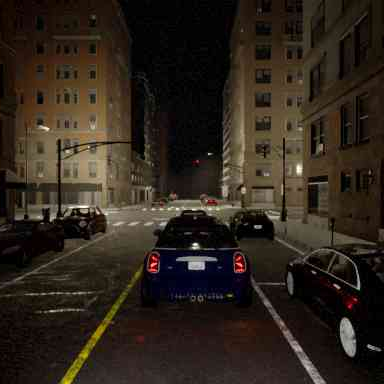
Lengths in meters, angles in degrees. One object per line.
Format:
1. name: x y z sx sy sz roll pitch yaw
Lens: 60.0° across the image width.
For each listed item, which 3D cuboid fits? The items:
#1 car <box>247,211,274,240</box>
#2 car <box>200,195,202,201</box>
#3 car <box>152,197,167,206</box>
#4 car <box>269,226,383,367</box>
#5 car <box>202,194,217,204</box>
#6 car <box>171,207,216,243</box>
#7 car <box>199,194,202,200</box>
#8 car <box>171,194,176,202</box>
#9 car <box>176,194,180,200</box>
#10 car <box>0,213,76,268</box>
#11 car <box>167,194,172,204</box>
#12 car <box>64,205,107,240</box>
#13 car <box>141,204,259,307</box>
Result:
1. car: 2.894 1.567 16.644 1.947 1.339 4.313 0 0 0
2. car: 3.065 1.607 64.551 2.008 1.369 4.403 0 0 0
3. car: -5.507 1.618 53.767 1.802 1.307 4.206 0 0 0
4. car: 2.867 1.551 5.641 2.008 1.369 4.403 0 0 0
5. car: 3.018 1.476 53.734 1.967 1.590 4.097 0 0 0
6. car: 0.084 1.565 16.714 1.994 1.385 4.181 0 0 0
7. car: 3.109 1.524 75.369 1.967 1.590 4.097 0 0 0
8. car: -5.393 1.626 80.640 1.752 1.417 4.829 0 0 0
9. car: -5.347 1.457 91.627 2.192 1.841 5.009 0 0 0
10. car: -5.645 1.582 11.163 1.802 1.307 4.206 0 0 0
11. car: -5.460 1.607 64.584 2.008 1.369 4.403 0 0 0
12. car: -5.631 1.441 16.665 1.967 1.590 4.097 0 0 0
13. car: 0.097 1.352 8.131 2.097 1.767 4.553 0 0 0
